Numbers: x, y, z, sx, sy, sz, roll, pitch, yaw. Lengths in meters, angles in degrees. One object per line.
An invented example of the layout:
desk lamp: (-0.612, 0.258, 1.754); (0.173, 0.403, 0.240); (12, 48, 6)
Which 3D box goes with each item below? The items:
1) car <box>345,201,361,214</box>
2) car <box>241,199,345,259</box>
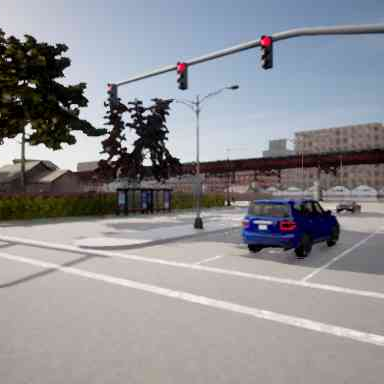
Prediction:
car: (17.766, 1.719, 37.602); (1.895, 1.301, 4.718); (-1, 0, 36)
car: (4.081, 1.279, 13.278); (2.150, 2.045, 5.566); (-1, 0, 39)
